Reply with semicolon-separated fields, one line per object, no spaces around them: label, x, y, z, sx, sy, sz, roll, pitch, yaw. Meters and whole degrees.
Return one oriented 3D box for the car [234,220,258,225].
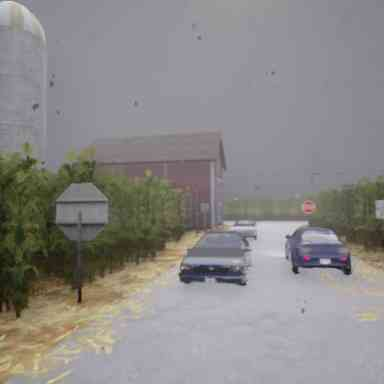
car;3.861;2.723;24.211;1.895;1.301;4.718;-1;-3;12

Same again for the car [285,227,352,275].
car;4.494;2.026;12.228;1.812;1.442;4.674;-1;-3;12

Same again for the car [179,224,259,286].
car;1.047;2.034;11.251;2.033;1.411;5.357;-1;-3;12
